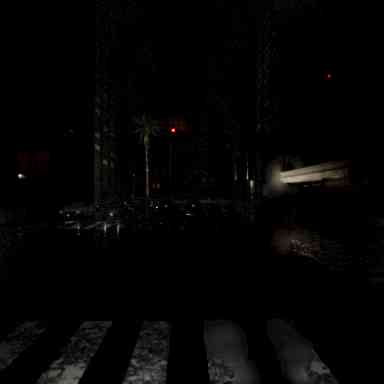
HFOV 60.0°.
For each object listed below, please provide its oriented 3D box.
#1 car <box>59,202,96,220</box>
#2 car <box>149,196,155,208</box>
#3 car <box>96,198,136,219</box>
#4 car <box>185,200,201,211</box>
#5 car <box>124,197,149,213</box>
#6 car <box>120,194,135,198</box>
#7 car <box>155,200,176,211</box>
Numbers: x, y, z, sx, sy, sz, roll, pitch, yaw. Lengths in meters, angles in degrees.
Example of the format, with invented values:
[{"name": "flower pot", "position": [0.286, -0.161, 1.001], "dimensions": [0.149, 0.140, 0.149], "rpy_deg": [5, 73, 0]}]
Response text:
[{"name": "car", "position": [-9.813, 1.581, 28.705], "dimensions": [1.812, 1.442, 4.674], "rpy_deg": [0, 0, 0]}, {"name": "car", "position": [-6.529, 1.475, 49.444], "dimensions": [2.097, 1.767, 4.553], "rpy_deg": [0, 0, 0]}, {"name": "car", "position": [-6.573, 1.548, 29.307], "dimensions": [2.128, 1.511, 4.902], "rpy_deg": [0, 0, -2]}, {"name": "car", "position": [0.146, 1.663, 42.985], "dimensions": [1.994, 1.385, 4.181], "rpy_deg": [0, 0, 0]}, {"name": "car", "position": [-6.545, 1.611, 38.952], "dimensions": [1.812, 1.442, 4.674], "rpy_deg": [0, 0, 0]}, {"name": "car", "position": [-9.777, 1.344, 49.868], "dimensions": [2.150, 2.045, 5.566], "rpy_deg": [0, 0, 1]}, {"name": "car", "position": [-3.105, 1.658, 41.762], "dimensions": [1.994, 1.385, 4.181], "rpy_deg": [0, 0, 0]}]
